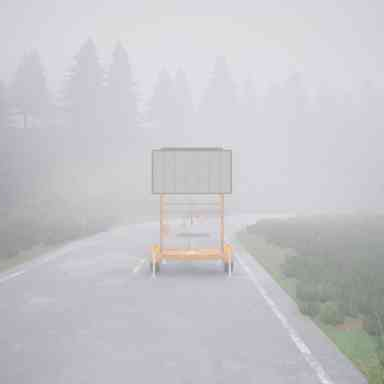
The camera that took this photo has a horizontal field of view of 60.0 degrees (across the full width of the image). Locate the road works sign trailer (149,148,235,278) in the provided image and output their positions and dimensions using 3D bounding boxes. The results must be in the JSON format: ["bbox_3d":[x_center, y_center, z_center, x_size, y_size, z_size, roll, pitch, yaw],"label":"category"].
[{"bbox_3d":[-0.005,0.464,10.087,2.380,3.560,2.880,0,0,0],"label":"road works sign trailer"}]

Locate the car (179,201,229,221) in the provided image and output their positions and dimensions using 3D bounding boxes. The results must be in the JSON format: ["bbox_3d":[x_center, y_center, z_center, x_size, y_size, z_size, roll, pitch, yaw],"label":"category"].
[{"bbox_3d":[1.053,1.477,27.355,1.882,1.535,5.008,-1,-1,40],"label":"car"}]
